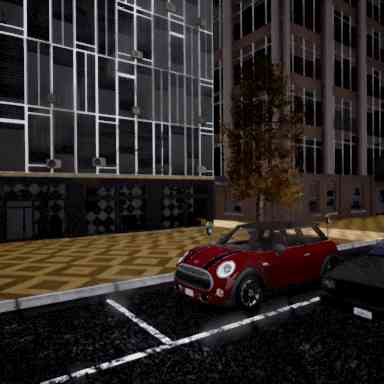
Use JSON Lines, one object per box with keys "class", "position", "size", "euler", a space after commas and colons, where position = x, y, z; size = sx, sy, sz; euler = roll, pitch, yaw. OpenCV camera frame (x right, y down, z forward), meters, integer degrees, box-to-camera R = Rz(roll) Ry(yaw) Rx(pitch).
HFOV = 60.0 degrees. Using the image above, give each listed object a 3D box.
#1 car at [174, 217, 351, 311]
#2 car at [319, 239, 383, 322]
{"class": "car", "position": [1.565, 1.439, 7.685], "size": [4.097, 1.590, 1.967], "euler": [0, -1, -35]}
{"class": "car", "position": [4.896, 1.545, 6.868], "size": [5.357, 1.411, 2.033], "euler": [0, 0, -36]}
